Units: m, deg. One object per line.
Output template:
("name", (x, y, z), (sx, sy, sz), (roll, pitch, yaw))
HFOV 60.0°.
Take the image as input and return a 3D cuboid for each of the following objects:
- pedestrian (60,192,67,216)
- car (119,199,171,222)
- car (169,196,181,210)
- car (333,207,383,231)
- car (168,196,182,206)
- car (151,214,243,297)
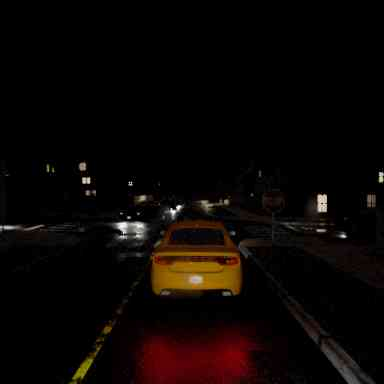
("pedestrian", (-9.695, 0.861, 25.144), (0.375, 1.860, 0.375), (0, 0, 1))
("car", (-3.737, 1.505, 26.156), (2.033, 1.411, 5.357), (0, -1, 16))
("car", (-2.862, 1.535, 42.287), (2.033, 1.411, 5.357), (0, 0, 0))
("car", (11.960, 1.719, 21.924), (5.008, 1.535, 1.882), (1, 1, 1))
("car", (-2.832, 1.469, 56.776), (2.128, 1.511, 4.902), (0, 0, 0))
("car", (0.148, 1.475, 8.634), (1.882, 1.535, 5.008), (0, 0, 2))
